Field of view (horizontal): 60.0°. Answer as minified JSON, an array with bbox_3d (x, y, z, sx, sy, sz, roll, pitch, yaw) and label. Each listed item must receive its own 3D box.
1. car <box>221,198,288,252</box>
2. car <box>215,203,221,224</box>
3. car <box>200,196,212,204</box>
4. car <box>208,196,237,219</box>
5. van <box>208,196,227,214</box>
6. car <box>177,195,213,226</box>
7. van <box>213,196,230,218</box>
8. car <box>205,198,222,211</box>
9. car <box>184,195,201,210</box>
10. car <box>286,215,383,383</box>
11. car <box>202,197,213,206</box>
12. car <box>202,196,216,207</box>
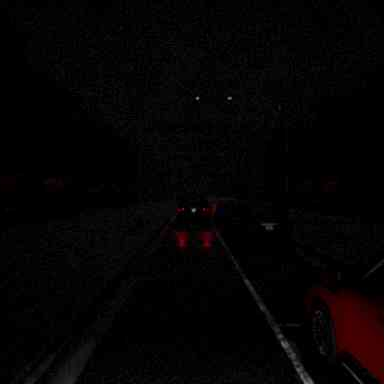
[{"bbox_3d":[2.638,1.318,13.724,2.192,1.841,5.009,0,0,0],"label":"car"},{"bbox_3d":[2.640,1.555,19.199,2.008,1.369,4.403,0,0,0],"label":"car"},{"bbox_3d":[2.651,1.563,63.003,2.008,1.369,4.403,0,0,0],"label":"car"},{"bbox_3d":[2.642,1.322,30.150,2.192,1.841,5.009,0,0,0],"label":"car"},{"bbox_3d":[2.644,1.349,35.625,1.690,1.788,3.998,0,0,0],"label":"van"},{"bbox_3d":[0.105,1.228,23.466,2.150,2.045,5.566,0,0,0],"label":"car"},{"bbox_3d":[2.641,1.347,24.674,1.690,1.788,3.998,0,0,0],"label":"van"},{"bbox_3d":[2.646,1.534,41.271,1.752,1.417,4.829,0,0,0],"label":"car"},{"bbox_3d":[0.111,1.361,43.571,2.097,1.767,4.553,0,0,0],"label":"car"},{"bbox_3d":[2.634,1.316,2.771,2.192,1.841,5.009,0,0,0],"label":"car"},{"bbox_3d":[2.649,1.537,57.698,1.752,1.417,4.829,0,0,0],"label":"car"},{"bbox_3d":[2.648,1.451,52.052,1.967,1.590,4.097,0,0,0],"label":"car"}]
